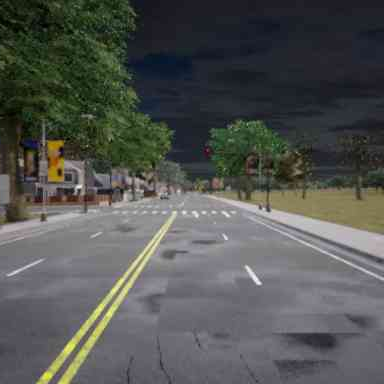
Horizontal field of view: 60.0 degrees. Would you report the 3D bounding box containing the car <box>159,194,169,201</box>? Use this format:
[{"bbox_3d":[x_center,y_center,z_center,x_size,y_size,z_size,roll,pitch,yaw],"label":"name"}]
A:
[{"bbox_3d":[-6.518,1.206,77.889,1.882,1.535,5.008,0,0,0],"label":"car"}]
